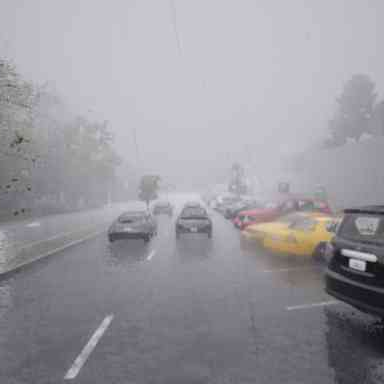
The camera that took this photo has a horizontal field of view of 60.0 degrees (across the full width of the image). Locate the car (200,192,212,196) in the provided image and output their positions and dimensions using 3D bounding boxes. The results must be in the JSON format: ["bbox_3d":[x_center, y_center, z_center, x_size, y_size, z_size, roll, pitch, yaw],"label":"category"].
[{"bbox_3d":[5.032,1.520,81.116,4.553,1.767,2.185,1,0,-20],"label":"car"}]

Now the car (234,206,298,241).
[{"bbox_3d":[4.894,1.579,15.026,5.366,1.575,1.946,1,0,-20],"label":"car"}]

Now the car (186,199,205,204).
[{"bbox_3d":[0.095,1.780,34.255,1.837,1.490,4.892,0,-1,0],"label":"car"}]

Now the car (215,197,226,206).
[{"bbox_3d":[5.098,1.628,33.110,4.553,1.767,2.185,1,0,-20],"label":"car"}]

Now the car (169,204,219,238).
[{"bbox_3d":[0.097,1.619,18.331,2.128,1.511,4.902,0,-1,0],"label":"car"}]

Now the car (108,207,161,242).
[{"bbox_3d":[-2.904,1.680,17.039,1.994,1.385,4.181,0,-1,0],"label":"car"}]

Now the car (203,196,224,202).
[{"bbox_3d":[5.055,1.704,78.144,4.674,1.452,2.002,1,0,-20],"label":"car"}]

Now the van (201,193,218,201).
[{"bbox_3d":[4.953,1.348,93.011,4.442,1.987,1.878,1,1,-20],"label":"van"}]

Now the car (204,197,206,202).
[{"bbox_3d":[4.892,1.804,45.050,5.366,1.575,1.946,1,0,-20],"label":"car"}]

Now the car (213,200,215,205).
[{"bbox_3d":[5.068,1.818,36.098,4.674,1.452,2.002,1,0,-20],"label":"car"}]

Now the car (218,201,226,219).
[{"bbox_3d":[5.060,1.700,27.098,5.008,1.535,2.097,1,-1,-20],"label":"car"}]

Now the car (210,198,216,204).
[{"bbox_3d":[5.091,1.820,39.123,4.792,1.488,2.163,1,-1,-20],"label":"car"}]

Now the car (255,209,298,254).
[{"bbox_3d":[5.242,1.561,12.160,5.366,1.575,1.946,1,-1,-20],"label":"car"}]

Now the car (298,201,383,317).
[{"bbox_3d":[5.097,1.269,6.111,5.566,2.045,2.435,1,-1,-20],"label":"car"}]

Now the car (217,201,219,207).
[{"bbox_3d":[5.069,1.768,30.098,4.674,1.452,2.002,1,0,-20],"label":"car"}]

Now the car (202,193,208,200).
[{"bbox_3d":[5.041,1.558,51.103,5.566,2.045,2.435,1,1,-20],"label":"car"}]

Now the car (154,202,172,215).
[{"bbox_3d":[-2.906,1.781,34.301,1.837,1.490,4.892,0,-1,0],"label":"car"}]

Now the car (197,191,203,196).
[{"bbox_3d":[5.037,1.342,90.058,5.566,2.045,2.435,1,1,-20],"label":"car"}]

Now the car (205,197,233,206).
[{"bbox_3d":[5.036,1.783,63.120,4.792,1.488,2.163,1,1,-20],"label":"car"}]

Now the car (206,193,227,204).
[{"bbox_3d":[5.093,1.552,42.123,5.566,2.045,2.435,1,0,-20],"label":"car"}]

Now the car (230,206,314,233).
[{"bbox_3d":[5.041,1.669,21.081,4.792,1.488,2.163,1,0,-20],"label":"car"}]

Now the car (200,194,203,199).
[{"bbox_3d":[5.035,1.711,75.126,4.792,1.488,2.163,1,1,-20],"label":"car"}]

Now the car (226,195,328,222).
[{"bbox_3d":[5.047,1.361,18.081,5.566,2.045,2.435,1,0,-20],"label":"car"}]
